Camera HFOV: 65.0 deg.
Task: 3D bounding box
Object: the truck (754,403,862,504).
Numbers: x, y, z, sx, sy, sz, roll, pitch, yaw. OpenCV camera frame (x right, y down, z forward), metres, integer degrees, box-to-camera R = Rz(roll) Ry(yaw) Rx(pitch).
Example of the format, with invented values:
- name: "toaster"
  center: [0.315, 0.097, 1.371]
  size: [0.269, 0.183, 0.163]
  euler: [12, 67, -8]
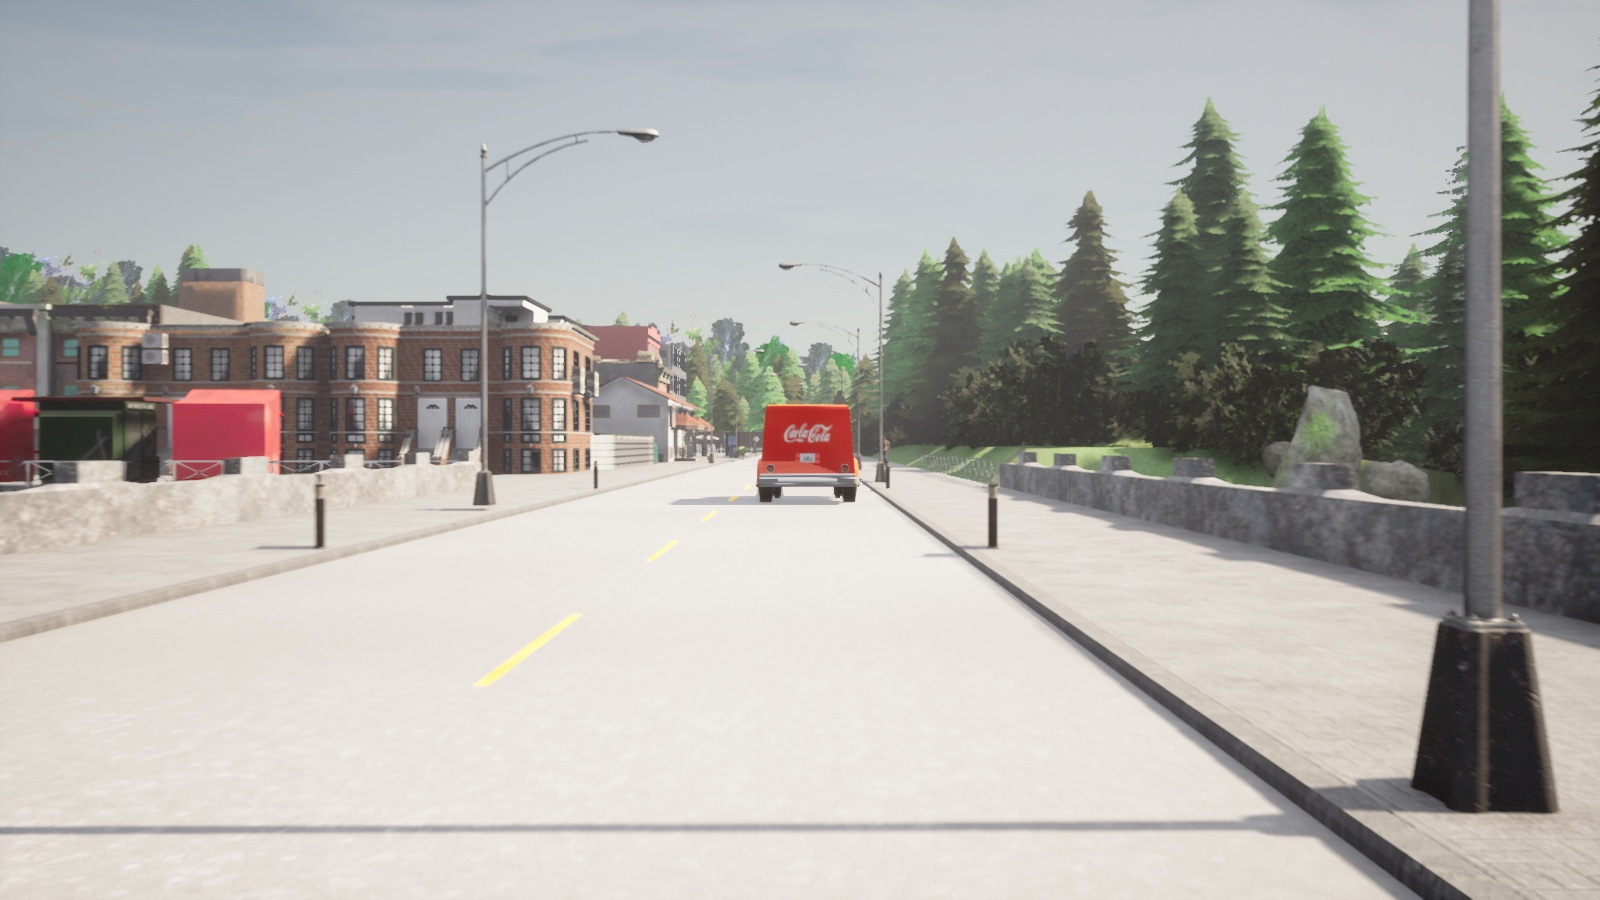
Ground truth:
- name: "truck"
  center: [0.205, 0.075, 33.212]
  size: [2.627, 2.467, 5.204]
  euler: [0, 0, 0]
